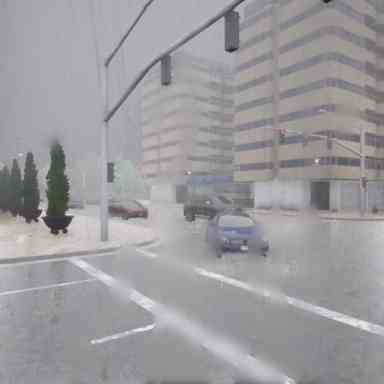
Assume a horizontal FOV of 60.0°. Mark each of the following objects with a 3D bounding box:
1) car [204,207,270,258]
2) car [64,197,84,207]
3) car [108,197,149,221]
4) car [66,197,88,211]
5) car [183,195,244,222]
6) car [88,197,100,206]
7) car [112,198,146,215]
[{"bbox_3d":[1.632,1.526,12.932,1.812,1.442,4.674,1,0,-2],"label":"car"},{"bbox_3d":[-18.959,1.507,53.275,1.837,1.490,4.892,0,-1,-34],"label":"car"},{"bbox_3d":[-5.361,1.477,27.603,1.882,1.535,5.008,0,0,-35],"label":"car"},{"bbox_3d":[-14.896,1.565,41.253,1.994,1.385,4.181,0,0,-35],"label":"car"},{"bbox_3d":[1.515,1.221,23.878,2.150,2.045,5.566,0,0,-35],"label":"car"},{"bbox_3d":[-16.391,1.564,55.938,1.994,1.385,4.181,0,0,-35],"label":"car"},{"bbox_3d":[-6.866,1.503,35.863,1.837,1.490,4.892,0,1,-35],"label":"car"}]
